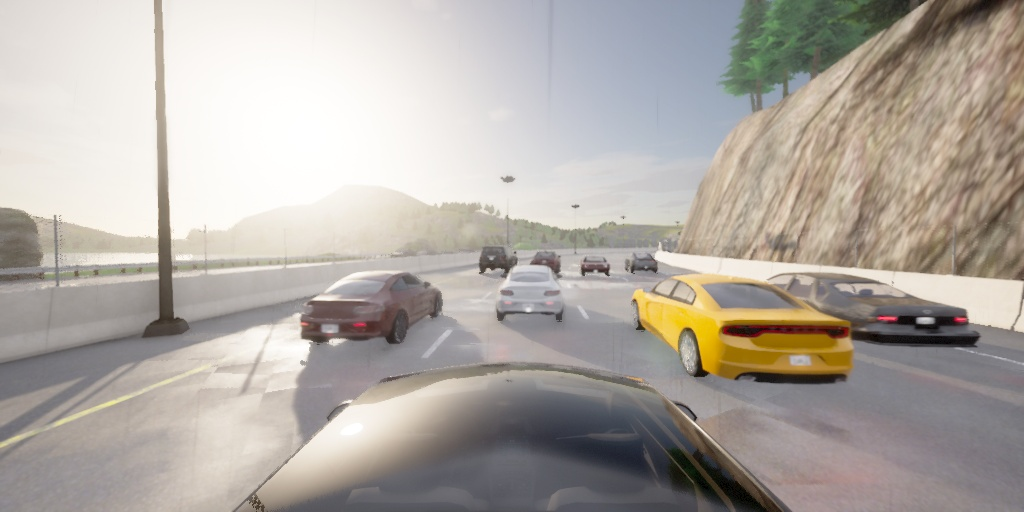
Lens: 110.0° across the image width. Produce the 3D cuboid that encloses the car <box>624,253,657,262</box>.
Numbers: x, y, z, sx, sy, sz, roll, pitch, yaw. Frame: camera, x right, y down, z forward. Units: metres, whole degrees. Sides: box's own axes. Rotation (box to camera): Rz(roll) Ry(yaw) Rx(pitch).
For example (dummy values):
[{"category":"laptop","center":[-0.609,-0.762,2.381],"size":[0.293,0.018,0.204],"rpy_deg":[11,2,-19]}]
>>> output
[{"category":"car","center":[9.697,0.511,27.161],"size":[2.128,1.511,4.902],"rpy_deg":[0,2,10]}]

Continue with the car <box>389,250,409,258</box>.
[{"category":"car","center":[-16.290,-0.281,54.450],"size":[2.033,1.411,5.357],"rpy_deg":[1,2,17]}]

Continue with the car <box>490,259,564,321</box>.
[{"category":"car","center":[0.592,0.999,11.137],"size":[1.812,1.442,4.674],"rpy_deg":[0,2,4]}]

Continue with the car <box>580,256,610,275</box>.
[{"category":"car","center":[5.913,0.651,25.909],"size":[1.895,1.301,4.718],"rpy_deg":[0,2,10]}]

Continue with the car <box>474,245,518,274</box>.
[{"category":"car","center":[-0.952,0.216,27.323],"size":[2.150,2.045,5.566],"rpy_deg":[0,2,10]}]

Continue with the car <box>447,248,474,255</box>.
[{"category":"car","center":[-6.662,-0.325,49.873],"size":[2.097,1.767,4.553],"rpy_deg":[1,2,16]}]

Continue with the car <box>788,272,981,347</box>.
[{"category":"car","center":[7.421,1.103,8.776],"size":[2.033,1.411,5.357],"rpy_deg":[0,2,4]}]

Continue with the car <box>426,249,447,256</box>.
[{"category":"car","center":[-9.875,-0.127,51.426],"size":[1.895,1.301,4.718],"rpy_deg":[1,2,17]}]

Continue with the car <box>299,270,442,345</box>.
[{"category":"car","center":[-3.093,1.064,8.712],"size":[1.812,1.442,4.674],"rpy_deg":[0,2,4]}]

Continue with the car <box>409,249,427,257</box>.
[{"category":"car","center":[-12.746,-0.317,53.992],"size":[2.128,1.511,4.902],"rpy_deg":[1,2,17]}]

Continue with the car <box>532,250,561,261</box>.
[{"category":"car","center":[2.682,0.345,27.624],"size":[2.097,1.767,4.553],"rpy_deg":[0,2,10]}]

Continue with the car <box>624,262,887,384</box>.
[{"category":"car","center":[3.794,1.079,6.986],"size":[1.882,1.535,5.008],"rpy_deg":[0,2,4]}]
